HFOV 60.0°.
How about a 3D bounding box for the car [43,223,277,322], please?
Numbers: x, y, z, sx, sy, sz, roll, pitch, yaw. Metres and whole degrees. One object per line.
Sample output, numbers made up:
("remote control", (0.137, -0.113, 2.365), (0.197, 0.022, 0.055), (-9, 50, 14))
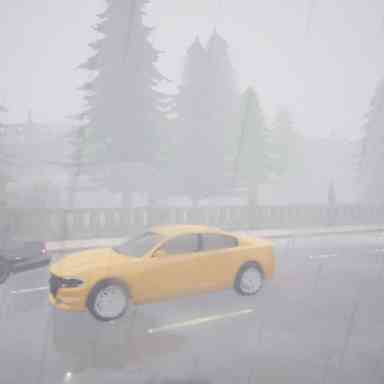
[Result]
("car", (-0.430, 1.490, 7.339), (5.008, 1.535, 1.882), (0, 0, -28))

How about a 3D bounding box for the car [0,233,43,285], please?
("car", (-6.276, 1.544, 7.911), (5.357, 1.411, 2.033), (0, 0, -34))
